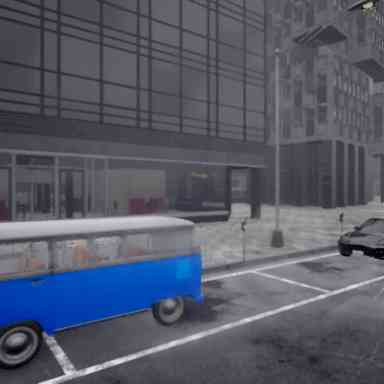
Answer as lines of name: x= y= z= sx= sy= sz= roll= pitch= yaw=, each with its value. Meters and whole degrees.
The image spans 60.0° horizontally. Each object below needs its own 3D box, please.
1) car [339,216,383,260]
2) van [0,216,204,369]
car: x=6.910 y=1.520 z=11.572 sx=4.313 sy=1.339 sz=1.947 roll=0 pitch=0 yaw=-35
van: x=-1.702 y=1.335 z=5.430 sx=3.998 sy=1.788 sz=1.690 roll=0 pitch=0 yaw=-35
